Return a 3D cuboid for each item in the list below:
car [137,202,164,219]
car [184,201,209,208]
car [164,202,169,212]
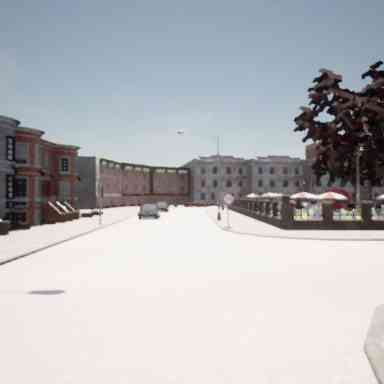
[{"bbox_3d":[-4.128,1.876,32.839,1.812,1.442,4.674,0,-1,0],"label":"car"},{"bbox_3d":[0.846,2.271,62.187,4.718,1.301,1.895,0,-1,-32],"label":"car"},{"bbox_3d":[-4.165,2.039,46.087,2.033,1.411,5.357,0,-1,0],"label":"car"}]
